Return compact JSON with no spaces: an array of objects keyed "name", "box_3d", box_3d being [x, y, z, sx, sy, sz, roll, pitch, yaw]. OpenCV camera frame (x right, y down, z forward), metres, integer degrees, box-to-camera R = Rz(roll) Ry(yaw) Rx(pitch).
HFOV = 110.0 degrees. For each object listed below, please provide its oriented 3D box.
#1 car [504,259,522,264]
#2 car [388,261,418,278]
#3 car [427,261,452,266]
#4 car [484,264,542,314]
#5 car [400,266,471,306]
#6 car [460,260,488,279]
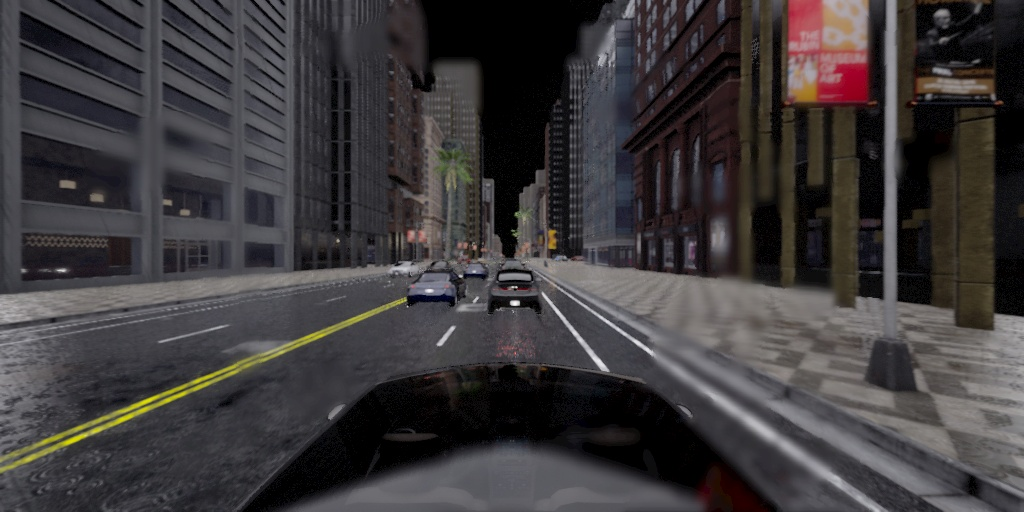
[{"name":"car","box_3d":[0.091,1.058,31.151,2.097,1.767,4.553,0,0,0]},{"name":"car","box_3d":[-9.856,1.229,32.977,1.812,1.442,4.674,0,0,0]},{"name":"car","box_3d":[-6.605,1.208,32.863,1.837,1.490,4.892,0,0,0]},{"name":"car","box_3d":[0.097,1.237,13.778,1.837,1.490,4.892,0,0,0]},{"name":"car","box_3d":[-3.153,1.293,15.707,1.994,1.385,4.181,0,0,0]},{"name":"car","box_3d":[-3.159,1.269,32.032,1.994,1.385,4.181,0,0,0]}]
